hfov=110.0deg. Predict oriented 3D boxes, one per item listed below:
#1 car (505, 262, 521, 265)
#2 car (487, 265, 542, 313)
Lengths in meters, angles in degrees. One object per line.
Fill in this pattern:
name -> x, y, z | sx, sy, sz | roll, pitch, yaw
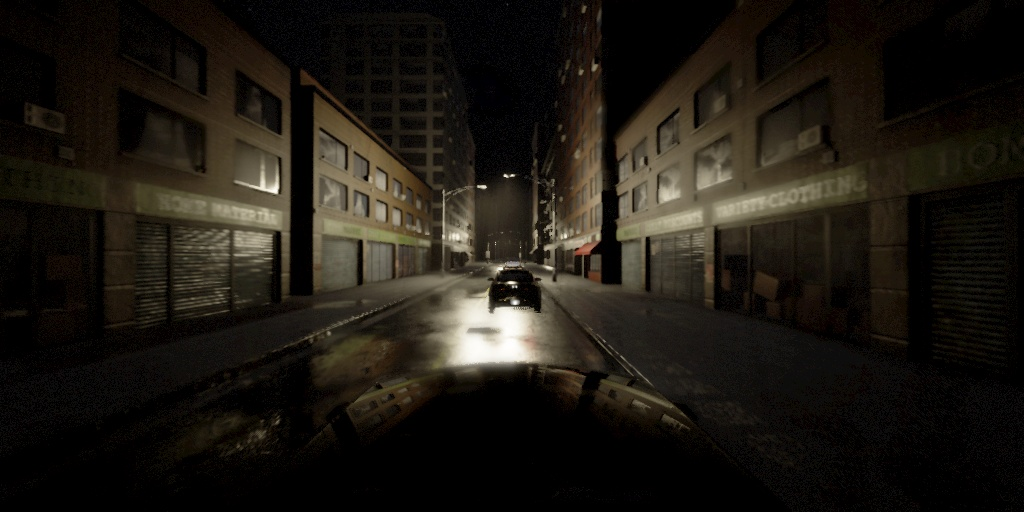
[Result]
car -> 0.106, 1.254, 32.273 | 2.128, 1.511, 4.902 | 0, 0, 0
car -> 0.103, 1.258, 14.089 | 1.837, 1.490, 4.892 | 0, 0, 0
